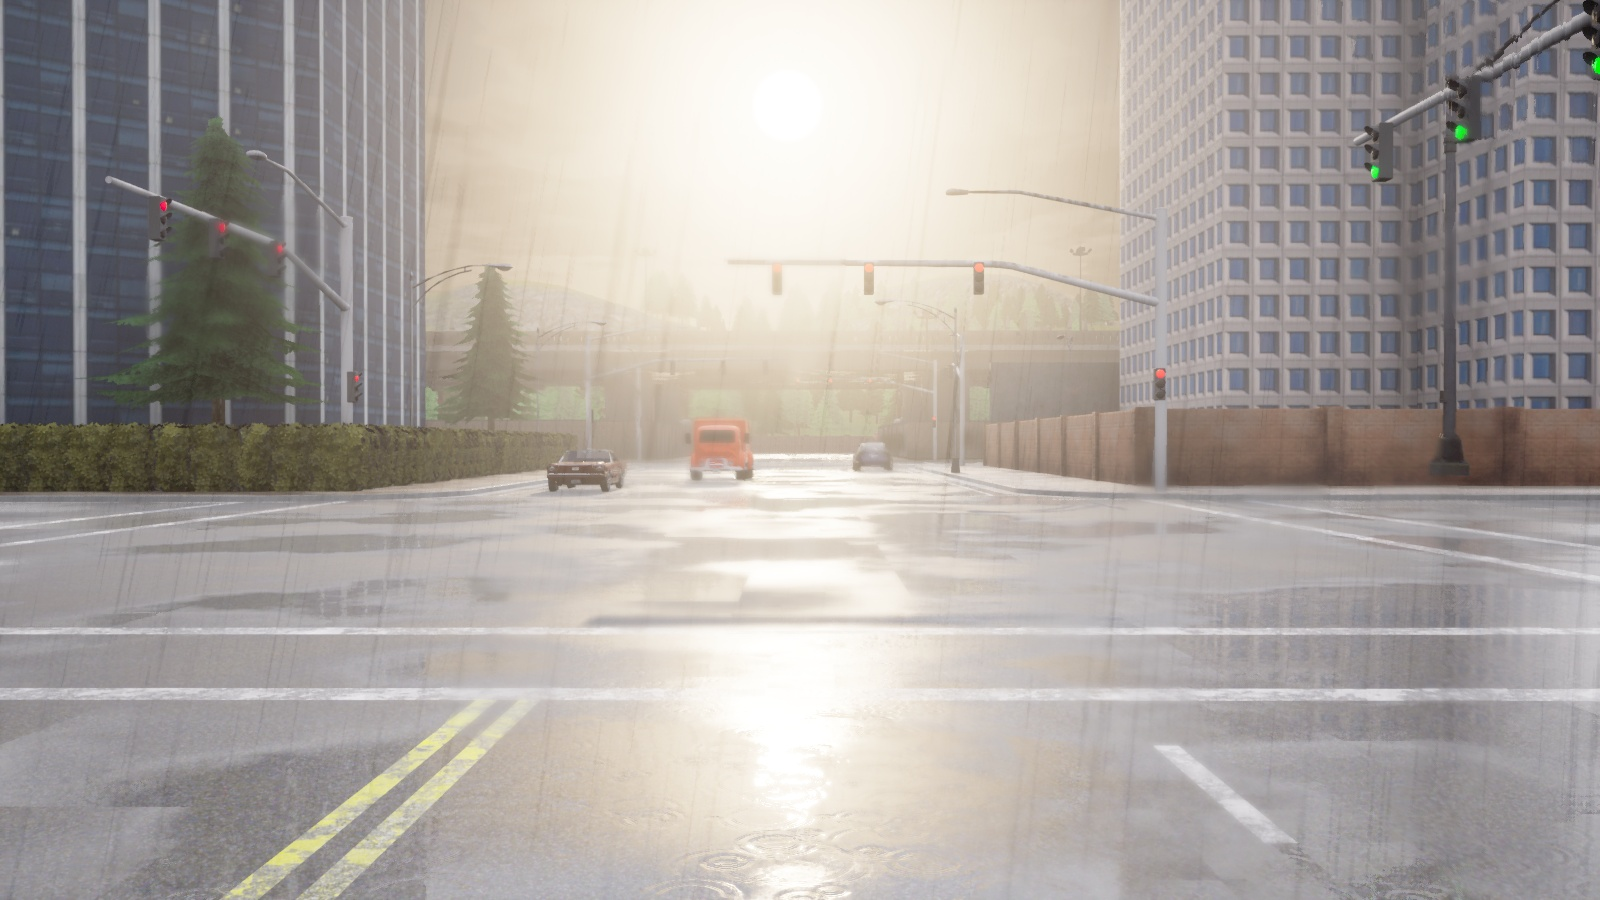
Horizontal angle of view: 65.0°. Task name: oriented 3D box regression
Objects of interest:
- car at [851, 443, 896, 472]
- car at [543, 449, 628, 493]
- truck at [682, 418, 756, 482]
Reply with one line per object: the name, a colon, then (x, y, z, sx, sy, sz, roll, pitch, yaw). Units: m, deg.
car: (3.876, 0.370, 67.134, 2.163, 1.488, 4.792, 0, 0, 0)
car: (-6.769, 0.615, 40.157, 1.895, 1.301, 4.718, 0, 0, 0)
truck: (-3.210, -0.031, 50.991, 2.627, 2.467, 5.204, 0, 0, 0)
